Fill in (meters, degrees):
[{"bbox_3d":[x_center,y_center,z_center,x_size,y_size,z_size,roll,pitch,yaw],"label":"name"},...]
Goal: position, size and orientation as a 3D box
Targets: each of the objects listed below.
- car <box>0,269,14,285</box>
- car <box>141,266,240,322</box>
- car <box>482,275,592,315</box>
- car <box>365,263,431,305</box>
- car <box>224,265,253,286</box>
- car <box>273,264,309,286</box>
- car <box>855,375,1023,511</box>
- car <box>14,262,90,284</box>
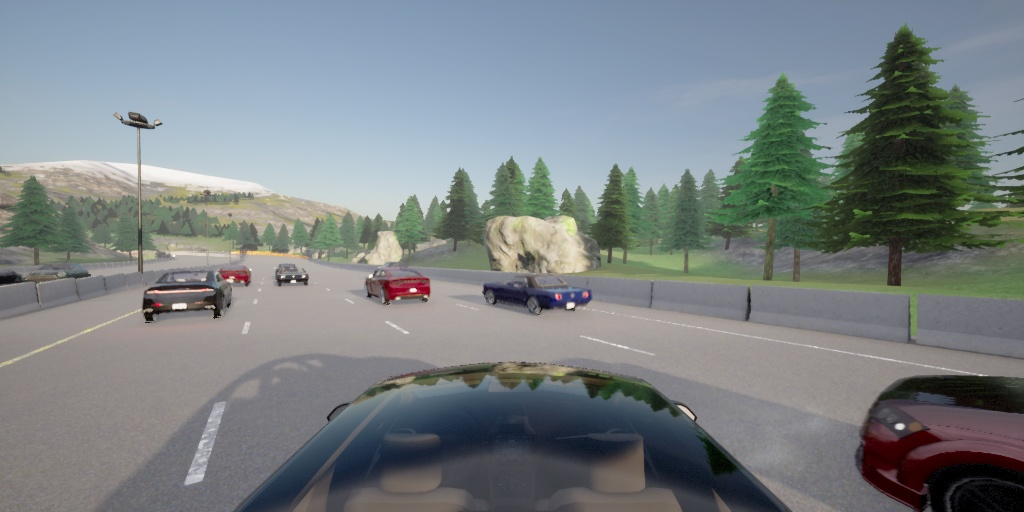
[{"bbox_3d":[-36.471,1.545,24.885,1.895,1.301,4.718,0,-1,-33],"label":"car"},{"bbox_3d":[-11.057,1.259,12.464,2.128,1.511,4.902,0,0,-34],"label":"car"},{"bbox_3d":[0.717,1.365,13.774,1.895,1.301,4.718,0,0,-34],"label":"car"},{"bbox_3d":[-5.383,1.257,16.571,1.882,1.535,5.008,0,0,-34],"label":"car"},{"bbox_3d":[-20.541,1.373,26.556,1.882,1.535,5.008,0,-1,-34],"label":"car"},{"bbox_3d":[-16.235,1.479,26.428,1.895,1.301,4.718,0,-1,-34],"label":"car"},{"bbox_3d":[4.600,1.324,1.736,1.994,1.385,4.181,0,0,-34],"label":"car"},{"bbox_3d":[-33.106,1.293,26.144,2.097,1.767,4.553,0,0,-33],"label":"car"}]
